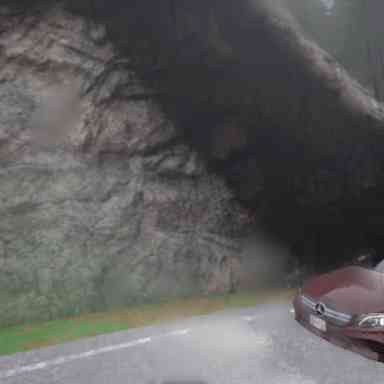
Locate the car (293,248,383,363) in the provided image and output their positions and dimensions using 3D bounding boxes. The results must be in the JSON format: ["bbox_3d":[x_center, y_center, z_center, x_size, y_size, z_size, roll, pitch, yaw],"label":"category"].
[{"bbox_3d":[3.896,1.576,5.432,4.674,1.442,1.812,1,-1,-22],"label":"car"}]
